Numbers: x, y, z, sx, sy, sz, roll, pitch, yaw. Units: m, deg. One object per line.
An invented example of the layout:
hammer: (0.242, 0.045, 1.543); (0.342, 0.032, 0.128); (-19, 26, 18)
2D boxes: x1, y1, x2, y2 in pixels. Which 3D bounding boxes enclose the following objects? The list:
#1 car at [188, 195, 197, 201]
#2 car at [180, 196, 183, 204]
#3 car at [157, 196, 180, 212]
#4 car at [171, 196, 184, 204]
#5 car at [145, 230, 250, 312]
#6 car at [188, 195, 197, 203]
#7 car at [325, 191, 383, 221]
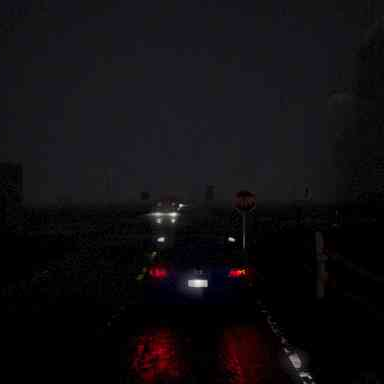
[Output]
car: (0.083, 1.489, 79.386); (1.994, 1.385, 4.181); (0, 0, 0)
car: (-2.794, 1.562, 48.974); (2.033, 1.411, 5.357); (0, 0, 0)
car: (-2.810, 1.359, 38.705); (2.097, 1.767, 4.553); (0, 0, 0)
car: (-2.739, 1.522, 63.400); (2.128, 1.511, 4.902); (0, 0, 1)
car: (0.106, 1.562, 7.807); (1.994, 1.385, 4.181); (0, 0, 0)
car: (0.072, 1.585, 68.961); (2.033, 1.411, 5.357); (0, 0, 0)
car: (12.798, 0.994, 24.573); (5.566, 2.045, 2.150); (-1, 1, 0)
